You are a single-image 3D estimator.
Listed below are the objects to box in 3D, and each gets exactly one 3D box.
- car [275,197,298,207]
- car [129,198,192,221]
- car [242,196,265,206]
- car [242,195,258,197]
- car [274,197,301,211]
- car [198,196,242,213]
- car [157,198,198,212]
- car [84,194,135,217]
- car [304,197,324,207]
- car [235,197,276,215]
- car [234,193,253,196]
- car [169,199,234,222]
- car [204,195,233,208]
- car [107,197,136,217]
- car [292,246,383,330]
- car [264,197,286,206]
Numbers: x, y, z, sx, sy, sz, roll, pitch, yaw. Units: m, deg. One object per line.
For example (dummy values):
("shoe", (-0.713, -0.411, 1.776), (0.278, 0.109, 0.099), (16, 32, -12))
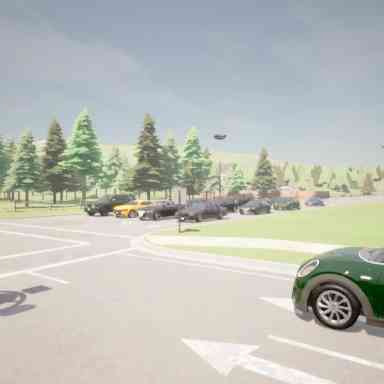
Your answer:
("car", (14.533, 1.526, 50.841), (1.812, 1.442, 4.674), (0, 0, 37))
("car", (-2.504, 1.491, 27.666), (2.128, 1.511, 4.902), (0, 0, 36))
("car", (10.765, 1.478, 57.501), (1.882, 1.535, 5.008), (0, 0, 37))
("car", (8.639, 1.491, 42.848), (2.128, 1.511, 4.902), (0, 0, 36))
("car", (11.794, 1.352, 41.227), (2.097, 1.767, 4.553), (0, 0, 36))
("car", (3.057, 1.478, 35.245), (1.882, 1.535, 5.008), (0, 0, 36))
("car", (-1.706, 1.547, 40.585), (2.033, 1.411, 5.357), (0, 0, 36))
("car", (-7.726, 1.221, 32.379), (2.150, 2.045, 5.566), (0, 0, 36))
("car", (18.572, 1.526, 50.408), (1.812, 1.442, 4.674), (0, 0, 37))
("car", (6.564, 1.526, 34.090), (1.812, 1.442, 4.674), (0, 0, 36))
("car", (6.916, 1.221, 46.421), (2.150, 2.045, 5.566), (0, 0, 36))
("car", (0.884, 1.547, 26.366), (2.033, 1.411, 5.357), (0, 0, 36))
("car", (3.932, 1.352, 48.259), (2.097, 1.767, 4.553), (0, 0, 36))
("car", (-4.893, 1.478, 30.324), (1.882, 1.535, 5.008), (0, 0, 36))
("car", (4.032, 1.352, 5.414), (4.553, 1.767, 2.097), (0, 0, 35))
("car", (14.015, 1.564, 56.006), (1.994, 1.385, 4.181), (0, 0, 37))
